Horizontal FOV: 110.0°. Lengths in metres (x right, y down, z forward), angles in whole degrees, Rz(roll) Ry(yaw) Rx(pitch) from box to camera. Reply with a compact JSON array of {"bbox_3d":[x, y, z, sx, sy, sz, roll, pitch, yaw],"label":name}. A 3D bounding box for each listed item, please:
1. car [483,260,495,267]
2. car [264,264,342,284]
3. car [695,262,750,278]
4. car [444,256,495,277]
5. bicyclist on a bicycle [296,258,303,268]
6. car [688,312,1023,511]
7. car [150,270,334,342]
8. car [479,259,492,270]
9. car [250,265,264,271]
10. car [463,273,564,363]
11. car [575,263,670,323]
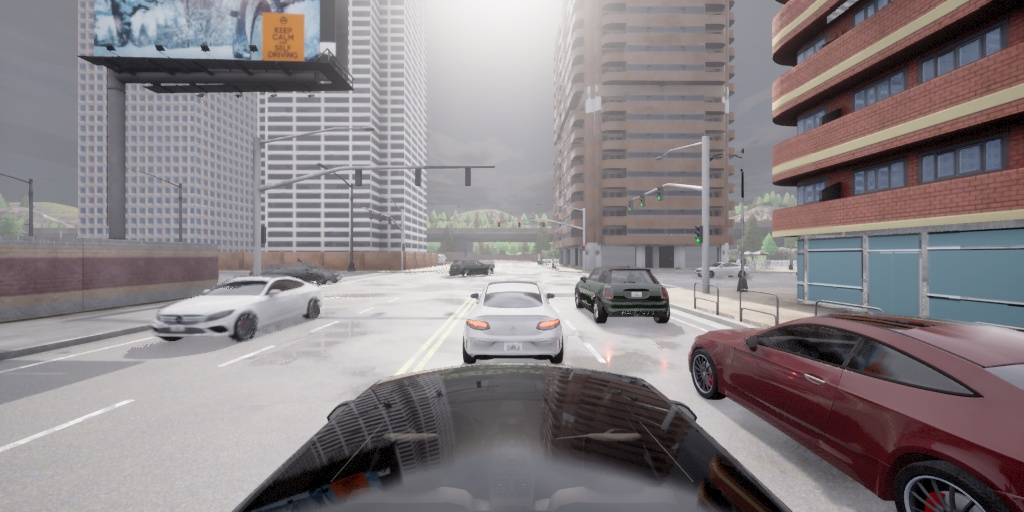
[{"bbox_3d":[-4.052,1.351,65.008,1.895,1.301,4.718,0,0,0],"label":"car"},{"bbox_3d":[-14.494,1.276,25.391,4.674,1.442,1.812,0,0,6],"label":"car"},{"bbox_3d":[19.387,1.276,33.079,4.674,1.442,1.812,0,0,0],"label":"car"},{"bbox_3d":[-3.940,1.102,35.102,2.097,1.767,4.553,0,0,41],"label":"car"},{"bbox_3d":[-25.974,1.051,43.763,0.582,1.620,1.656,0,0,0],"label":"bicyclist on a bicycle"},{"bbox_3d":[3.580,1.276,3.498,1.812,1.442,4.674,0,0,0],"label":"car"},{"bbox_3d":[-7.106,1.276,9.958,1.812,1.442,4.674,0,0,0],"label":"car"},{"bbox_3d":[-4.012,1.276,55.028,1.812,1.442,4.674,0,0,-1],"label":"car"},{"bbox_3d":[-19.032,1.314,29.325,4.181,1.385,1.994,0,0,-1],"label":"car"},{"bbox_3d":[0.017,1.276,8.001,1.812,1.442,4.674,0,0,0],"label":"car"},{"bbox_3d":[3.499,1.102,12.217,2.097,1.767,4.553,0,0,0],"label":"car"}]
